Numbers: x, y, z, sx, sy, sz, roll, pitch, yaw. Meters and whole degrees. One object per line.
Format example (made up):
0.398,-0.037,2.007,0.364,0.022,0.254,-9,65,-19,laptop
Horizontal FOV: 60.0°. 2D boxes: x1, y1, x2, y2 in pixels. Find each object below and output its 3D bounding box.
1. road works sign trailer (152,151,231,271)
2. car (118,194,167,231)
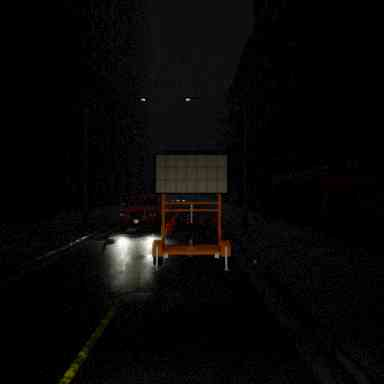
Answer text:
-0.014,0.468,10.914,2.380,3.560,2.880,0,0,0,road works sign trailer
-3.029,1.231,20.816,2.150,2.045,5.566,0,0,0,car
